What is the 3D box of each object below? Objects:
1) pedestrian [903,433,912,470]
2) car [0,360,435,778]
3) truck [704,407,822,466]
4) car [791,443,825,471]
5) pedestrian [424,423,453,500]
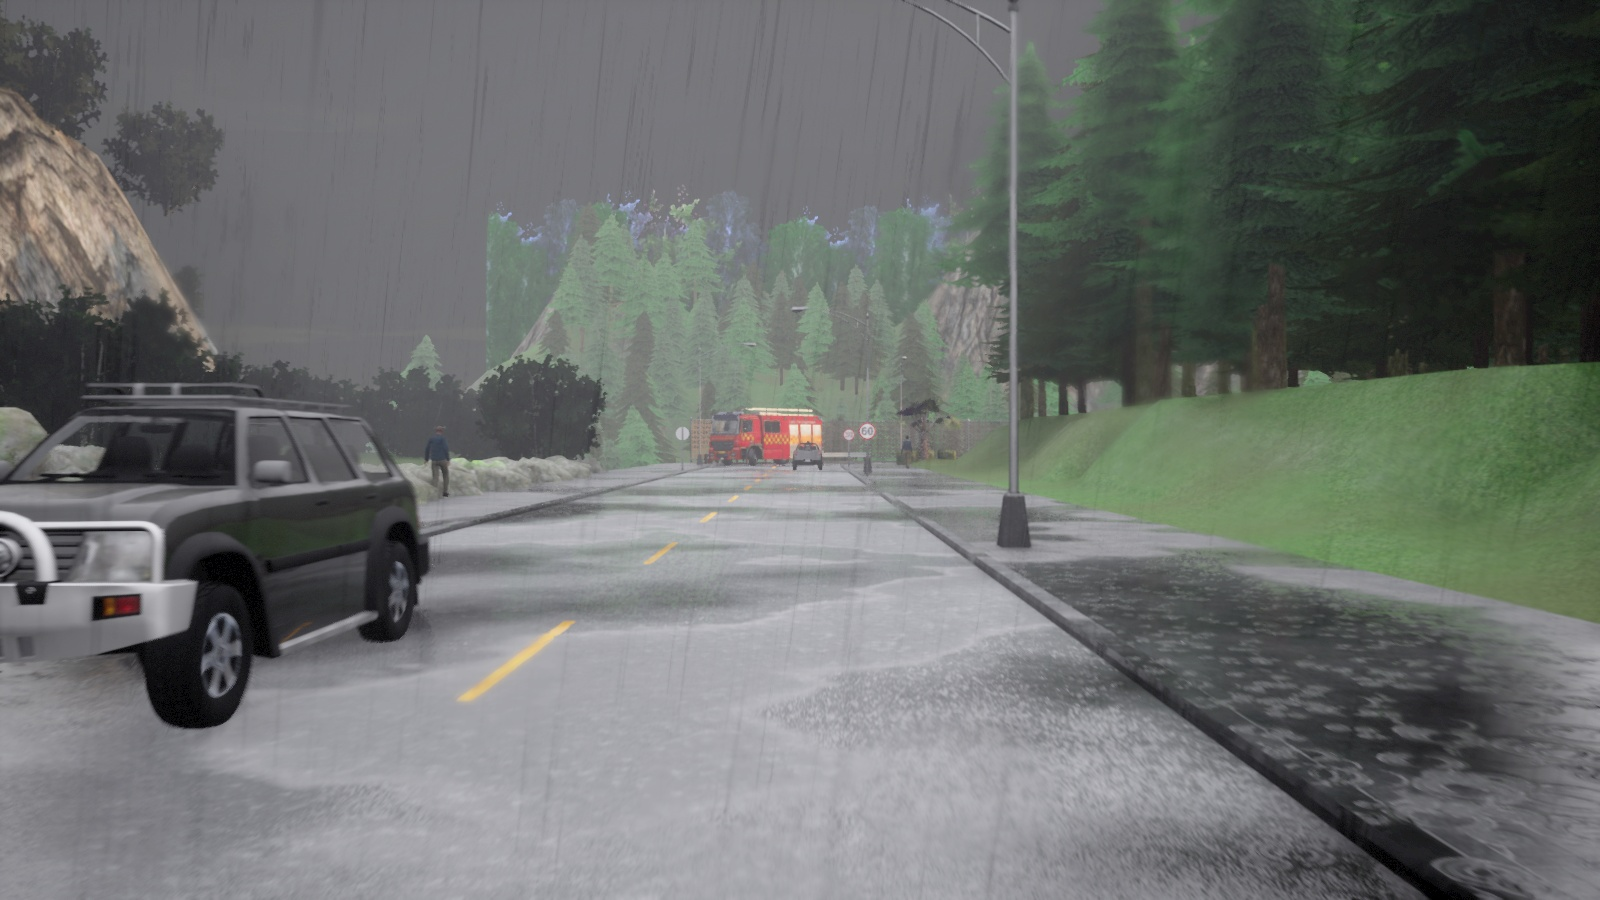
[{"bbox_3d":[5.691,0.086,66.548,0.423,1.949,0.788,0,0,1],"label":"pedestrian"},{"bbox_3d":[-3.939,0.516,7.879,1.932,1.855,4.605,0,0,0],"label":"car"},{"bbox_3d":[-2.402,-0.900,85.131,2.891,3.827,8.468,0,0,43],"label":"truck"},{"bbox_3d":[0.421,0.366,70.018,1.845,1.501,3.633,0,0,0],"label":"car"},{"bbox_3d":[-8.779,0.277,30.523,0.402,1.842,0.726,0,0,8],"label":"pedestrian"}]
